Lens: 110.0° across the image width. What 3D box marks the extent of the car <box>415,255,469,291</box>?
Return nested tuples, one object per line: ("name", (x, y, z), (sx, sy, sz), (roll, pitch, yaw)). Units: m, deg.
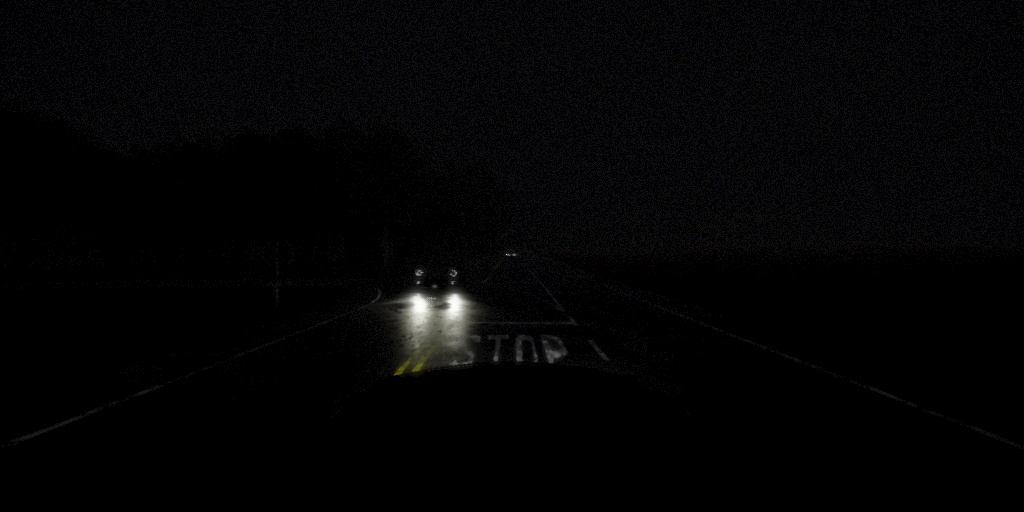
("car", (-3.502, 0.742, 18.522), (2.097, 1.767, 4.553), (0, 1, 0))
